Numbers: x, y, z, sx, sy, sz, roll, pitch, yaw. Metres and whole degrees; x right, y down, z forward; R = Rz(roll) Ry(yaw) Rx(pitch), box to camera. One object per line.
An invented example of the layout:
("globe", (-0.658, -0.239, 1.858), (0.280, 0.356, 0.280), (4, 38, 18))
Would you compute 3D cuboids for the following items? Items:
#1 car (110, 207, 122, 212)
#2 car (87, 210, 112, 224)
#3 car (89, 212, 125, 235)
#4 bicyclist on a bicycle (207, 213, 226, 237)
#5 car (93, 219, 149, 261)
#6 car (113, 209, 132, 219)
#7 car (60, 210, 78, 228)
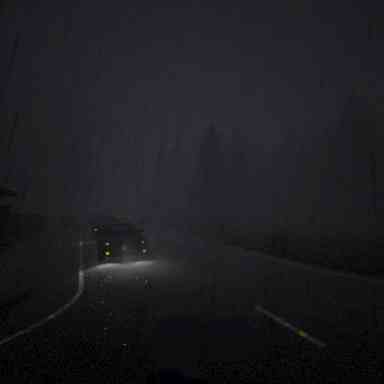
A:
("car", (-12.354, 3.512, 53.766), (2.150, 2.045, 5.566), (0, -2, -18))
("car", (-10.183, 3.030, 35.893), (2.128, 1.511, 4.902), (0, -2, -18))
("car", (-6.327, 2.501, 24.283), (1.837, 1.490, 4.892), (0, -2, -18))
("bicyclist on a bicycle", (1.797, 2.255, 22.424), (1.656, 1.620, 0.582), (2, -3, -18))
("car", (-3.195, 2.121, 14.873), (1.994, 1.385, 4.181), (0, -2, -18))
("car", (-9.123, 3.370, 44.225), (1.812, 1.442, 4.674), (-1, -2, -18))
("car", (-13.086, 3.040, 35.487), (1.816, 1.474, 4.193), (6, -5, -20))
